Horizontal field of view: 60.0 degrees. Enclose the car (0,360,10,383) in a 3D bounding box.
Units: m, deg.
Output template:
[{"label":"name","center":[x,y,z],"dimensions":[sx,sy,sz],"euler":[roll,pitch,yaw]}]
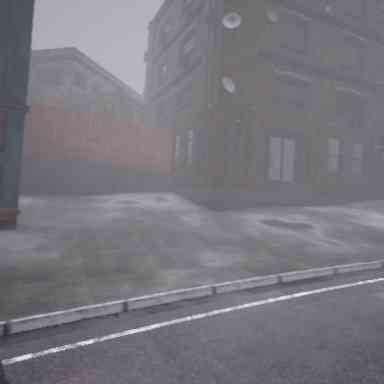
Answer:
[{"label":"car","center":[-3.683,1.534,1.239],"dimensions":[5.357,1.411,2.033],"euler":[0,1,-37]}]
